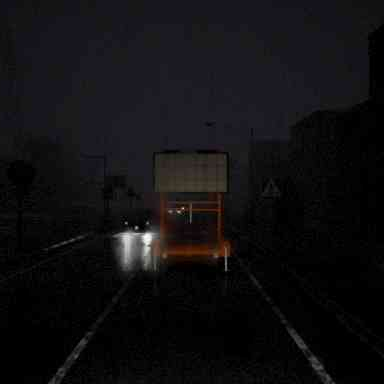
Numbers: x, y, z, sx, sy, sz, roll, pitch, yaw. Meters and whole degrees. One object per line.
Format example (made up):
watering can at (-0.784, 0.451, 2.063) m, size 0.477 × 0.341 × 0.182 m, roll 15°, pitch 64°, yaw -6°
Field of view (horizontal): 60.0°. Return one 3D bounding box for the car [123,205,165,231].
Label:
car at (-3.349, 1.839, 22.903) m, size 2.033 × 1.411 × 5.357 m, roll -1°, pitch -1°, yaw 1°

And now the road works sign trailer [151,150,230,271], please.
road works sign trailer at (-0.038, 0.451, 10.772) m, size 2.380 × 3.560 × 2.880 m, roll 0°, pitch -1°, yaw 0°

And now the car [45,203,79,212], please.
car at (-21.895, 2.585, 55.341) m, size 4.674 × 1.452 × 2.002 m, roll 0°, pitch -1°, yaw 0°

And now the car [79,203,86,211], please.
car at (-21.884, 2.627, 58.617) m, size 4.892 × 1.521 × 2.231 m, roll 0°, pitch -1°, yaw 0°

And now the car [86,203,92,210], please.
car at (-21.887, 2.706, 61.889) m, size 5.008 × 1.535 × 2.097 m, roll 0°, pitch -1°, yaw 0°

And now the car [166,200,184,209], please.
car at (-3.210, 2.544, 64.695) m, size 2.150 × 2.045 × 5.566 m, roll 0°, pitch -1°, yaw 1°

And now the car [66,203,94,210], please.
car at (-21.870, 2.823, 65.036) m, size 4.674 × 1.452 × 2.002 m, roll 0°, pitch -1°, yaw 0°

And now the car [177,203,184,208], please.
car at (-3.122, 3.554, 90.790) m, size 1.895 × 1.301 × 4.718 m, roll 0°, pitch -1°, yaw 0°
